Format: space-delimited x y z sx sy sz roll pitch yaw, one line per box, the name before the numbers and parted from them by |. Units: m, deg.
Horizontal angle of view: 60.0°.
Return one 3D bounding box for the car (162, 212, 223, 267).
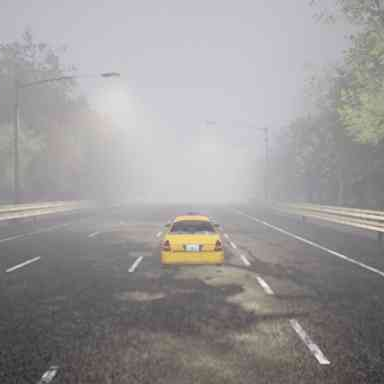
car | 0.008 1.451 11.390 1.801 1.575 5.366 0 0 0
